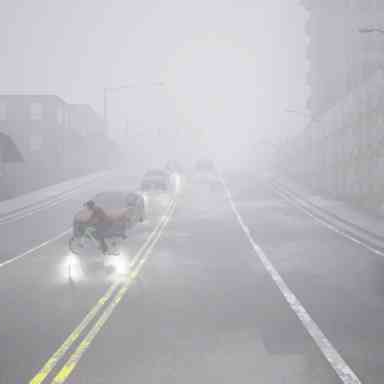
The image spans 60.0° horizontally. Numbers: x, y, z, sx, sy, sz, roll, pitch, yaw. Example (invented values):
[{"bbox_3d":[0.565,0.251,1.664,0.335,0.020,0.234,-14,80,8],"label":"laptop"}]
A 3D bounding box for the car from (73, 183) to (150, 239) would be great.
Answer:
[{"bbox_3d":[-3.168,0.728,13.506,1.882,1.535,5.008,0,6,2],"label":"car"}]

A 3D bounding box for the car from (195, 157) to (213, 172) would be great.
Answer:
[{"bbox_3d":[1.472,-3.391,39.899,2.097,1.767,4.553,0,6,2],"label":"car"}]

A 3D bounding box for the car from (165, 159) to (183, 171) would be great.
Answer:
[{"bbox_3d":[-2.170,-3.323,40.705,2.128,1.511,4.902,0,5,2],"label":"car"}]

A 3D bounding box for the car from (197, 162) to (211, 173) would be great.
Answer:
[{"bbox_3d":[1.788,-3.621,49.835,1.895,1.301,4.718,0,0,2],"label":"car"}]

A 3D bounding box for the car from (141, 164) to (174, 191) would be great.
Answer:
[{"bbox_3d":[-2.724,-1.048,25.634,1.837,1.490,4.892,0,9,2],"label":"car"}]

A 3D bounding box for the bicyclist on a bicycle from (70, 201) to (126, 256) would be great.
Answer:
[{"bbox_3d":[-2.743,1.079,9.603,1.656,1.620,0.582,-1,4,2],"label":"bicyclist on a bicycle"}]
